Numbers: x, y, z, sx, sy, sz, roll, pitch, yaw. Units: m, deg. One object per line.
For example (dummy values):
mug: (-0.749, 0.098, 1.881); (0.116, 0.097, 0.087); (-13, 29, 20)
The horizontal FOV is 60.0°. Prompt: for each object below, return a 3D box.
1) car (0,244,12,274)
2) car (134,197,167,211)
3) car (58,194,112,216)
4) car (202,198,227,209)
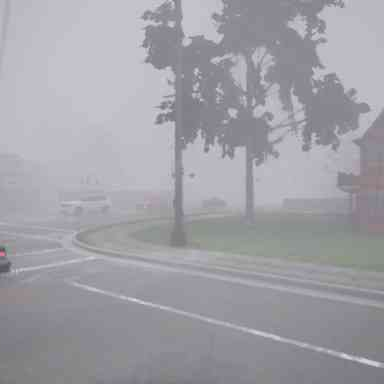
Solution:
car: (-6.961, 1.567, 8.952); (5.357, 1.411, 2.033); (0, 0, 36)
car: (-5.112, 1.402, 41.486); (2.097, 1.767, 4.553); (0, 0, 34)
car: (-10.575, 1.272, 33.426); (2.150, 2.045, 5.566); (0, 0, 34)
car: (3.292, 1.521, 47.374); (1.882, 1.535, 5.008); (0, 0, 34)
